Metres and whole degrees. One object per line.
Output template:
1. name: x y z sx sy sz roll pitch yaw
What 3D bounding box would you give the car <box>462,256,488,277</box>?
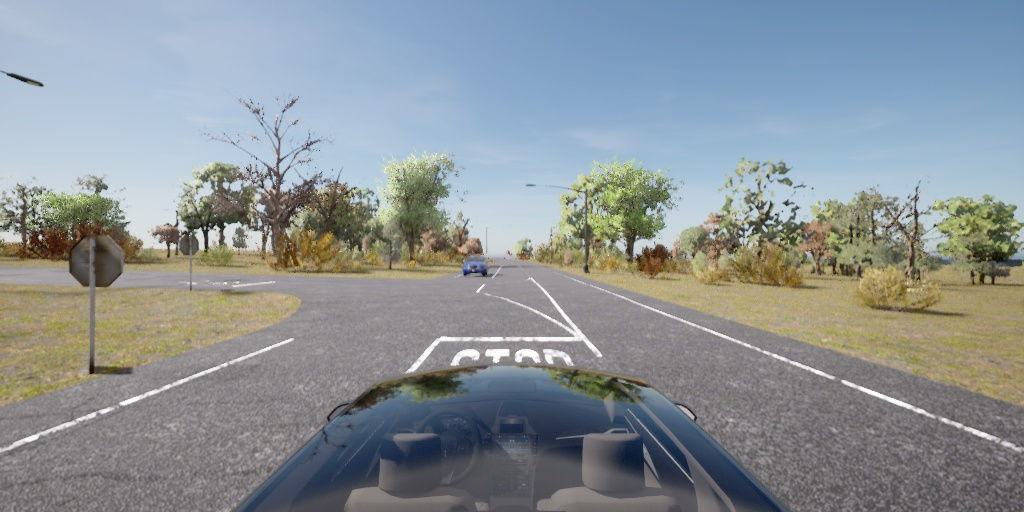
1. car: -3.535 0.979 35.587 2.150 2.045 5.566 0 0 0
